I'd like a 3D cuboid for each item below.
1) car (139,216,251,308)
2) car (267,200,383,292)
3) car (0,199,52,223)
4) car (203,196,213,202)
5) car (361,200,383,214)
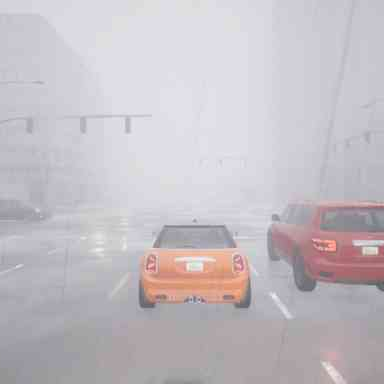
[{"bbox_3d":[0.070,1.351,8.060,2.097,1.767,4.553,0,0,1],"label":"car"},{"bbox_3d":[3.548,1.220,9.082,2.150,2.045,5.566,0,0,2],"label":"car"},{"bbox_3d":[-12.980,1.347,24.922,4.553,1.767,2.097,0,0,1],"label":"car"},{"bbox_3d":[3.617,1.513,74.412,1.812,1.442,4.674,0,0,0],"label":"car"},{"bbox_3d":[20.510,1.559,35.231,4.181,1.385,1.994,0,0,1],"label":"car"}]
